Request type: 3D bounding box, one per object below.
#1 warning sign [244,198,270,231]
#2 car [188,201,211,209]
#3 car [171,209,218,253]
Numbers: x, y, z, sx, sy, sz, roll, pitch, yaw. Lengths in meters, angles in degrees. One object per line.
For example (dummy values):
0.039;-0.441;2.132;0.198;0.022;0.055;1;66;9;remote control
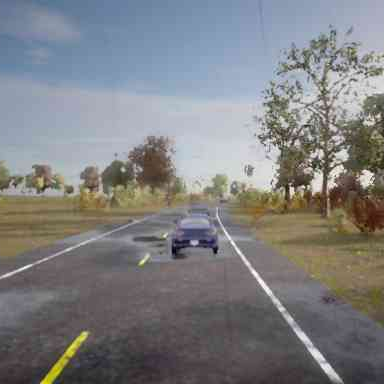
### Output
3.818;1.311;19.606;1.300;1.860;1.060;-1;-1;2;warning sign
0.643;1.791;29.183;2.128;1.511;4.902;0;-1;3;car
0.145;1.668;14.300;1.812;1.442;4.674;0;0;1;car
